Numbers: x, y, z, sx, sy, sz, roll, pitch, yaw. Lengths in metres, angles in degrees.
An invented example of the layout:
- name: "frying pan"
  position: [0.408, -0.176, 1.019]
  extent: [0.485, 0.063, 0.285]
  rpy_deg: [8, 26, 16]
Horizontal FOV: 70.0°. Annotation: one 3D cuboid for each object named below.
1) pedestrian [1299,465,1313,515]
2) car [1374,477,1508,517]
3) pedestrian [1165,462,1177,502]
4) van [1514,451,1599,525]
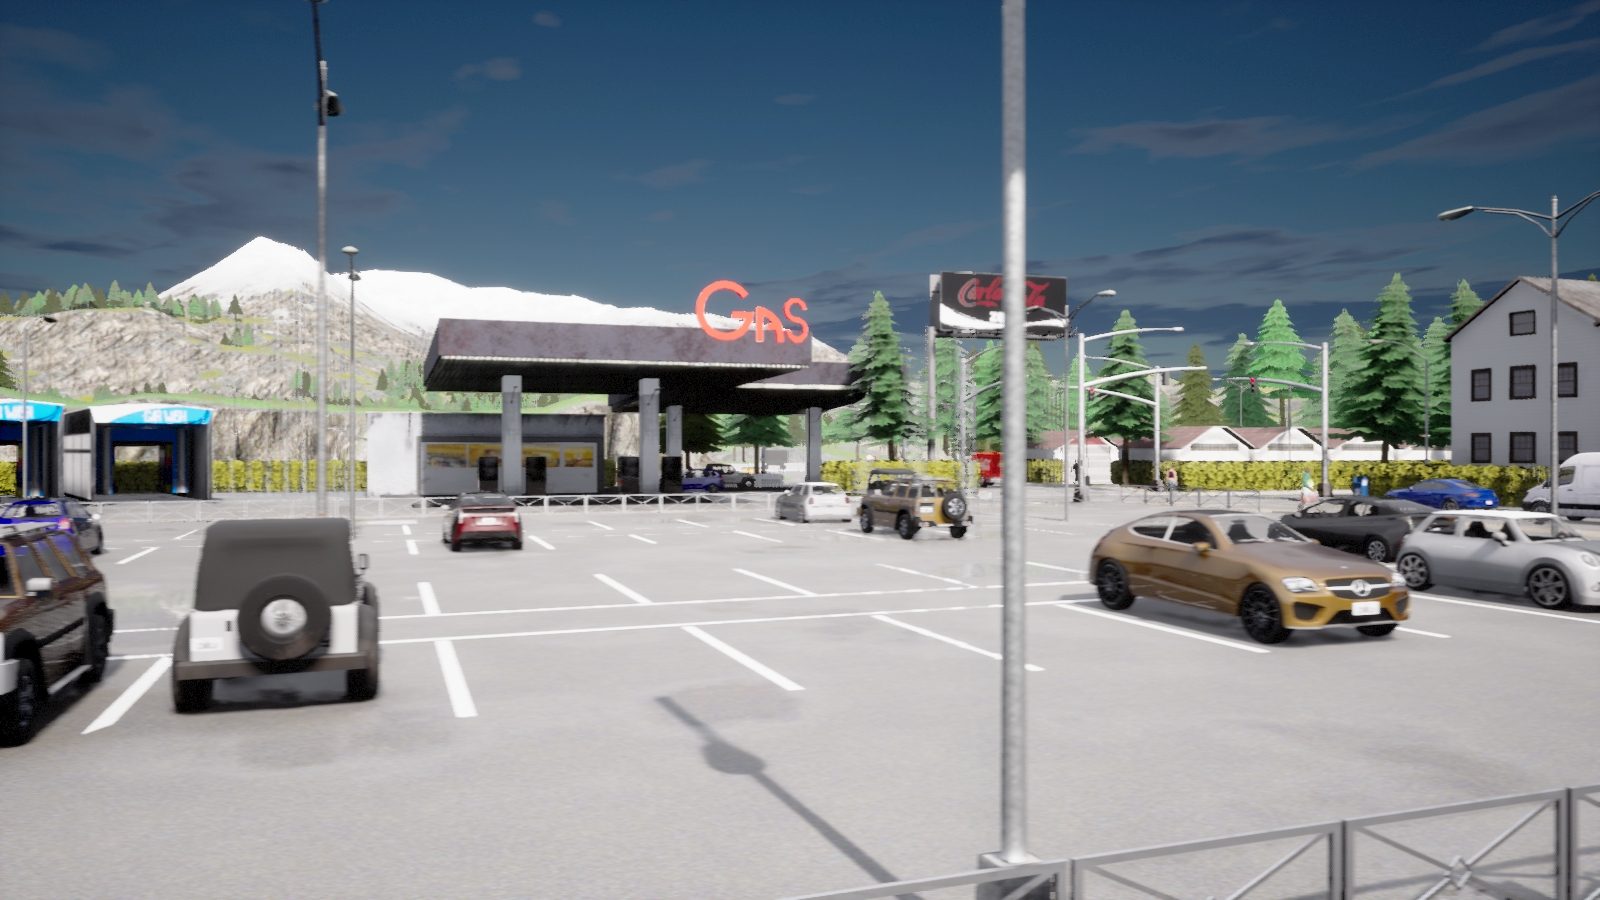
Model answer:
- name: "pedestrian"
  position: [19.136, 1.499, 43.209]
  extent: [0.375, 1.860, 0.375]
  rpy_deg: [0, 0, 40]
- name: "car"
  position: [26.315, 1.884, 47.094]
  extent: [2.002, 1.442, 4.674]
  rpy_deg: [0, 0, -20]
- name: "pedestrian"
  position: [17.383, 1.499, 53.499]
  extent: [0.375, 1.860, 0.375]
  rpy_deg: [0, 0, -42]
- name: "van"
  position: [28.710, 1.337, 40.407]
  extent: [1.988, 2.561, 5.915]
  rpy_deg: [0, 0, -20]
